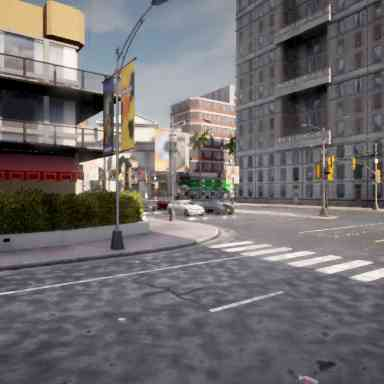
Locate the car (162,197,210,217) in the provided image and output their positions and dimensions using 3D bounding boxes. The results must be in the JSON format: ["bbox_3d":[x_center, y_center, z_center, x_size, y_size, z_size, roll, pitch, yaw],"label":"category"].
[{"bbox_3d":[-0.688,1.526,32.090,1.812,1.442,4.674,0,0,-35],"label":"car"}]

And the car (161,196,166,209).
[{"bbox_3d":[-2.537,1.352,40.817,2.097,1.767,4.553,0,0,-35],"label":"car"}]

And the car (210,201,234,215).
[{"bbox_3d":[2.381,1.564,33.812,1.994,1.385,4.181,0,0,-35],"label":"car"}]

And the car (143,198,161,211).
[{"bbox_3d":[-6.037,1.505,39.644,1.837,1.490,4.892,0,0,-35],"label":"car"}]
